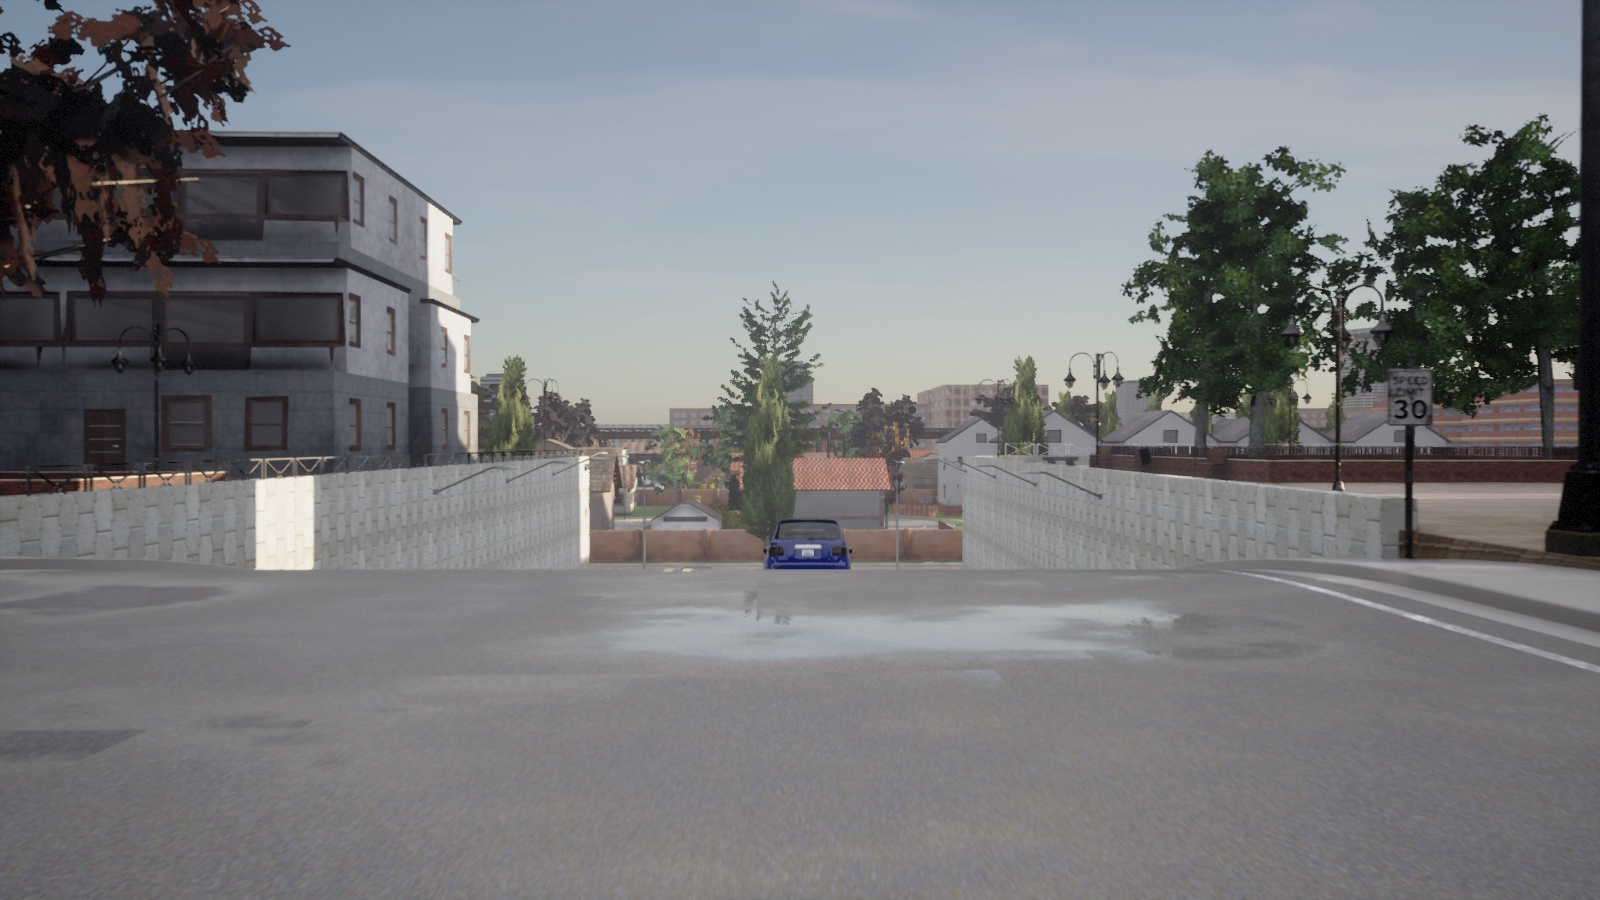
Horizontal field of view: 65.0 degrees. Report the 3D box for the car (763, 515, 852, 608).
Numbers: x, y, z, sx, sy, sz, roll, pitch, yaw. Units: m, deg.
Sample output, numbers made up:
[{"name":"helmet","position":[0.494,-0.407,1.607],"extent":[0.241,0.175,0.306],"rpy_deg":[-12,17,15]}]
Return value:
[{"name":"car","position":[0.201,3.029,33.086],"extent":[2.150,2.045,5.566],"rpy_deg":[0,-9,0]}]
